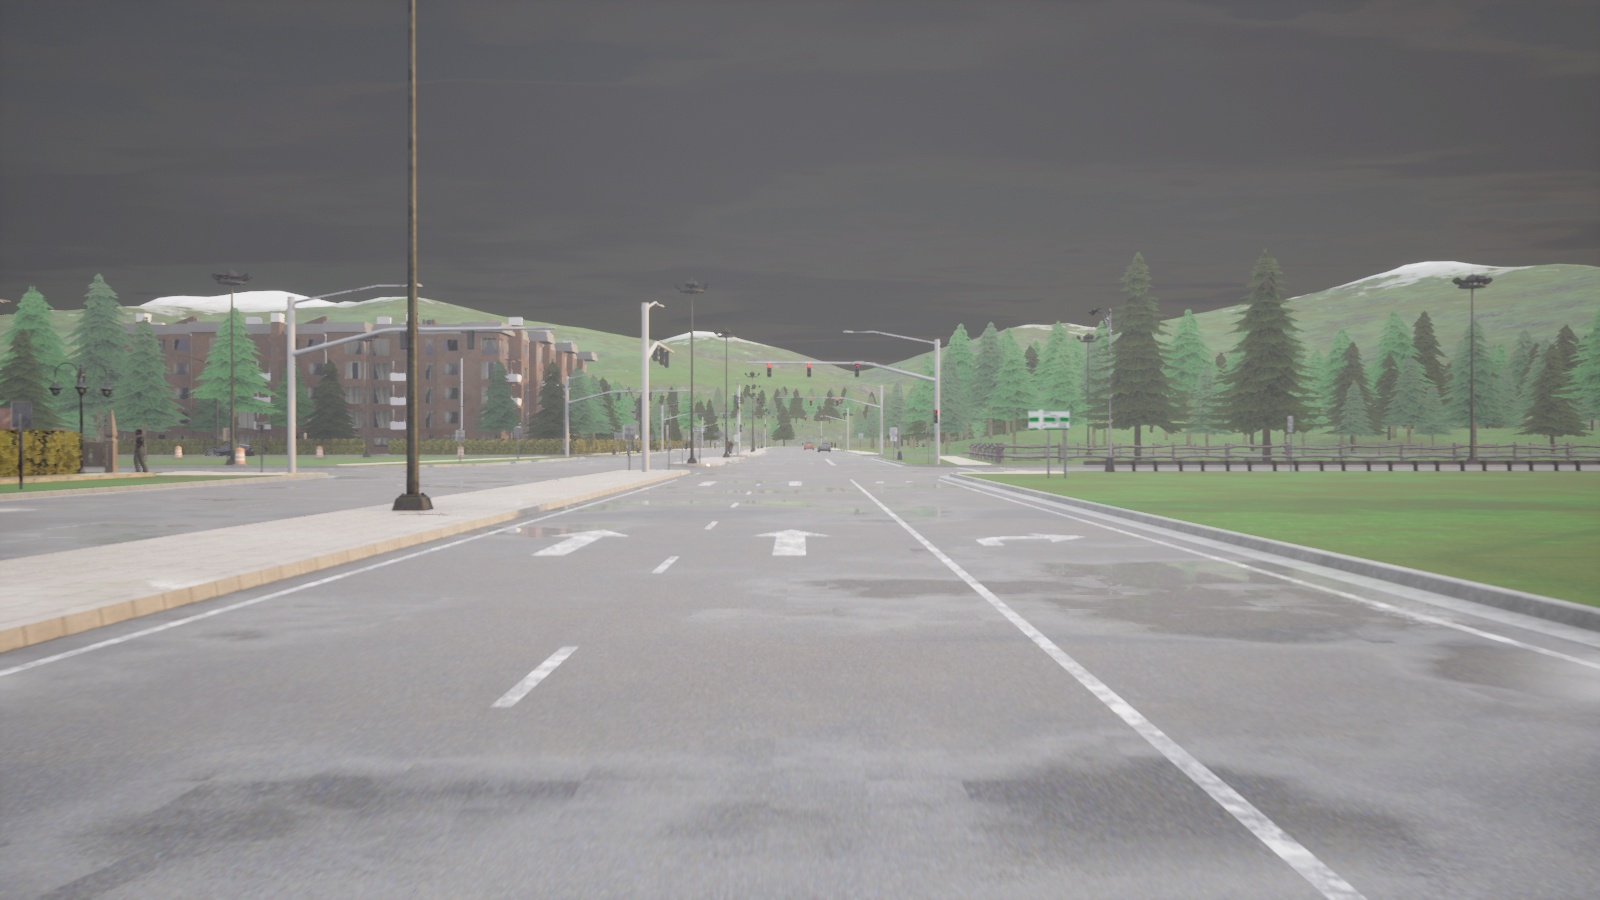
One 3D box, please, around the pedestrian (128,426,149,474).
[{"bbox_3d":[-26.922,-0.001,51.104,0.402,1.930,0.666,0,0,45],"label":"pedestrian"}]
